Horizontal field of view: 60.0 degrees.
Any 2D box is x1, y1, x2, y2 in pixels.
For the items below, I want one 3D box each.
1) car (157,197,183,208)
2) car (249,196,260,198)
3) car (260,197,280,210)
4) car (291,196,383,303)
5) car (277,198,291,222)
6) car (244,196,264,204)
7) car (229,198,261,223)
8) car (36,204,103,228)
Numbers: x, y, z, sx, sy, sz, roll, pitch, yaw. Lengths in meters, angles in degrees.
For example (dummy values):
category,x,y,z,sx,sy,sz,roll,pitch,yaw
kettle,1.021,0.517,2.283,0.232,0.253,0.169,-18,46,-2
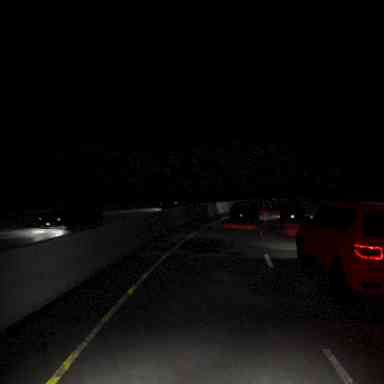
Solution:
category,x,y,z,sx,sy,sz,roll,pitch,yaw
car,-3.008,1.445,46.175,2.128,1.511,4.902,0,0,26
car,9.573,1.587,54.288,1.895,1.301,4.718,0,0,33
car,10.457,1.490,41.410,2.128,1.511,4.902,0,0,27
car,4.175,1.228,8.256,2.150,2.045,5.566,0,0,6
car,7.986,1.509,26.311,1.837,1.490,4.892,0,0,17
car,11.859,1.509,63.485,1.837,1.490,4.892,0,0,38
car,4.116,1.470,25.624,1.882,1.535,5.008,0,0,16
car,-7.882,1.506,22.138,2.033,1.411,5.357,0,0,13
